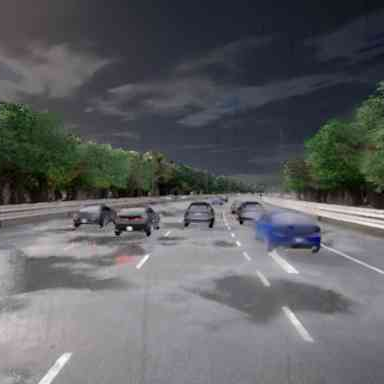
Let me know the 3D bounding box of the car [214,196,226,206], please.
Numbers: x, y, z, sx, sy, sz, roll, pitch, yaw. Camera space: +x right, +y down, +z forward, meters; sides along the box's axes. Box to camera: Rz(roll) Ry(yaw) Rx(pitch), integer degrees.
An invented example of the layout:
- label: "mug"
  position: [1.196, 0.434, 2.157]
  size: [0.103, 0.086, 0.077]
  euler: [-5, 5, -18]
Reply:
- label: "car"
  position: [4.334, 1.629, 57.615]
  size: [2.033, 1.411, 5.357]
  euler: [0, 0, 9]

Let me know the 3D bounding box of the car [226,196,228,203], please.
- label: "car"
  position: [7.293, 1.648, 75.751]
  size: [1.812, 1.442, 4.674]
  euler: [0, 0, 11]

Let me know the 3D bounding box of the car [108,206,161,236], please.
- label: "car"
  position: [-2.910, 1.519, 18.530]
  size: [1.837, 1.490, 4.892]
  euler: [0, 0, 3]

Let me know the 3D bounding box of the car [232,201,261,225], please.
- label: "car"
  position: [4.290, 1.461, 24.527]
  size: [2.033, 1.649, 4.856]
  euler: [0, 0, 4]

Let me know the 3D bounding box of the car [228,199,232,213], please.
- label: "car"
  position: [5.106, 1.608, 35.171]
  size: [1.994, 1.385, 4.181]
  euler: [0, 0, 5]

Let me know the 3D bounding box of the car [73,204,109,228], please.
- label: "car"
  position: [-6.255, 1.541, 21.941]
  size: [1.812, 1.442, 4.674]
  euler: [0, 0, 3]

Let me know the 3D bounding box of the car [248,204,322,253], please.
- label: "car"
  position: [3.759, 1.495, 13.866]
  size: [1.882, 1.535, 5.008]
  euler: [0, 0, 2]

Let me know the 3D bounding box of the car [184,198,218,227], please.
- label: "car"
  position: [0.582, 1.455, 23.107]
  size: [2.033, 1.649, 4.856]
  euler: [0, 0, 5]
